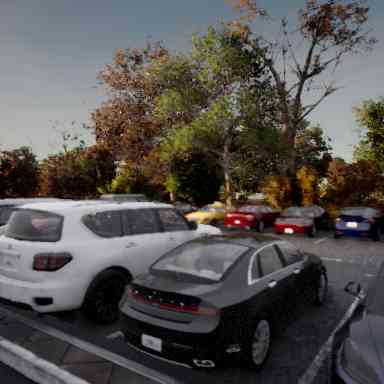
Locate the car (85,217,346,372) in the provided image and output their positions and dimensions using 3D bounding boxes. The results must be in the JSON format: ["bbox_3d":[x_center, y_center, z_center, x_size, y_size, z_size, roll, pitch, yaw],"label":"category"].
[{"bbox_3d":[0.933,1.462,5.795,2.231,1.521,4.892,0,0,36],"label":"car"}]

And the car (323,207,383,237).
[{"bbox_3d":[8.407,1.491,16.571,2.163,1.488,4.792,0,0,35],"label":"car"}]

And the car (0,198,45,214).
[{"bbox_3d":[-18.824,1.461,35.941,2.097,1.535,5.008,0,0,36],"label":"car"}]

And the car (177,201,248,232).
[{"bbox_3d":[1.474,1.443,21.241,1.946,1.575,5.366,0,0,35],"label":"car"}]

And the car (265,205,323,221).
[{"bbox_3d":[6.104,1.486,18.138,2.163,1.488,4.792,0,0,35],"label":"car"}]

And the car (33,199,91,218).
[{"bbox_3d":[-12.021,1.472,31.091,2.002,1.452,4.674,0,0,36],"label":"car"}]

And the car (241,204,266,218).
[{"bbox_3d":[3.848,1.451,19.772,2.097,1.535,5.008,0,0,35],"label":"car"}]

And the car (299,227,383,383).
[{"bbox_3d":[3.198,1.497,4.153,2.163,1.488,4.792,0,0,35],"label":"car"}]

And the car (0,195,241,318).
[{"bbox_3d":[-1.335,1.204,7.449,2.435,2.045,5.566,0,0,35],"label":"car"}]

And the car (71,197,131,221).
[{"bbox_3d":[-7.508,1.304,27.829,2.185,1.767,4.553,0,0,35],"label":"car"}]

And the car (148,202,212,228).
[{"bbox_3d":[-0.689,1.481,23.005,2.002,1.452,4.674,0,0,35],"label":"car"}]
